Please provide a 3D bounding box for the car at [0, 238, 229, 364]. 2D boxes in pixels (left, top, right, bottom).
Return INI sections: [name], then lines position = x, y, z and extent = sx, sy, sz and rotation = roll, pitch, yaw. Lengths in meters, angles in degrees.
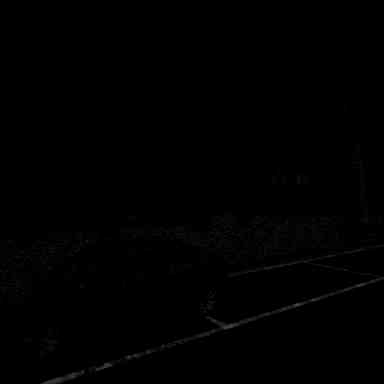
[car]
position = -1.269, 1.566, 5.865
extent = 4.313, 1.339, 1.947
rotation = 0, 0, -36
